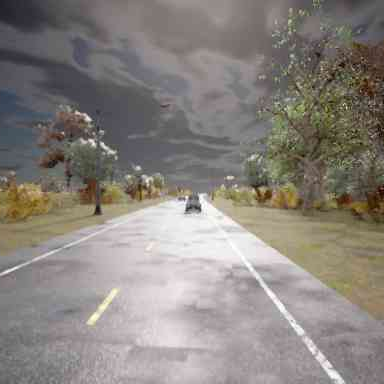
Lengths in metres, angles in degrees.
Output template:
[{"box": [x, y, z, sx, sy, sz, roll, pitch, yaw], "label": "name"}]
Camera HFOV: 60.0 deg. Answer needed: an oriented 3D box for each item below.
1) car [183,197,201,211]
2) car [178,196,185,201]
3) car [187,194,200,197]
[{"box": [0.181, 1.679, 41.709, 1.895, 1.301, 4.718, 0, 0, 0], "label": "car"}, {"box": [-2.864, 1.707, 93.143, 2.033, 1.411, 5.357, 0, 0, 1], "label": "car"}, {"box": [0.344, 1.336, 62.589, 2.150, 2.045, 5.566, 0, 0, 1], "label": "car"}]
